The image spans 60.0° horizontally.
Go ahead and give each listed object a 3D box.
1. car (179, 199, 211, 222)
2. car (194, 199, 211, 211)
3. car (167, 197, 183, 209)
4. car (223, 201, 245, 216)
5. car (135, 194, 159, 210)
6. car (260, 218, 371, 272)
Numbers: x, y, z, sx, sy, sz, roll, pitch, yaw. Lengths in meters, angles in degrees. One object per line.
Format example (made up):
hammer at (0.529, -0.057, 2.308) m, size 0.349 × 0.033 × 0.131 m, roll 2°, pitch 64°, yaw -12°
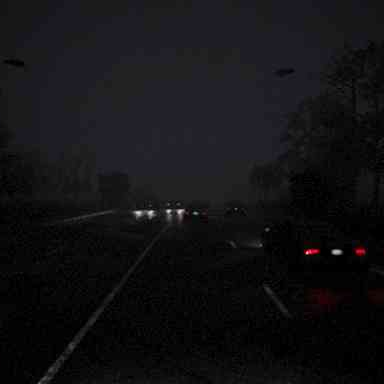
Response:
car at (0.324, 1.555, 26.123) m, size 2.033 × 1.411 × 5.357 m, roll 0°, pitch 0°, yaw 2°
car at (1.394, 1.577, 42.939) m, size 1.994 × 1.385 × 4.181 m, roll 0°, pitch 0°, yaw 6°
car at (-2.137, 1.517, 44.676) m, size 1.837 × 1.490 × 4.892 m, roll 0°, pitch 0°, yaw 7°
car at (4.074, 1.558, 32.355) m, size 2.033 × 1.411 × 5.357 m, roll 0°, pitch 0°, yaw 3°
car at (-5.791, 1.231, 43.553) m, size 2.150 × 2.045 × 5.566 m, roll 0°, pitch 0°, yaw 6°
car at (3.609, 1.550, 10.771) m, size 2.033 × 1.411 × 5.357 m, roll 0°, pitch 0°, yaw 0°
